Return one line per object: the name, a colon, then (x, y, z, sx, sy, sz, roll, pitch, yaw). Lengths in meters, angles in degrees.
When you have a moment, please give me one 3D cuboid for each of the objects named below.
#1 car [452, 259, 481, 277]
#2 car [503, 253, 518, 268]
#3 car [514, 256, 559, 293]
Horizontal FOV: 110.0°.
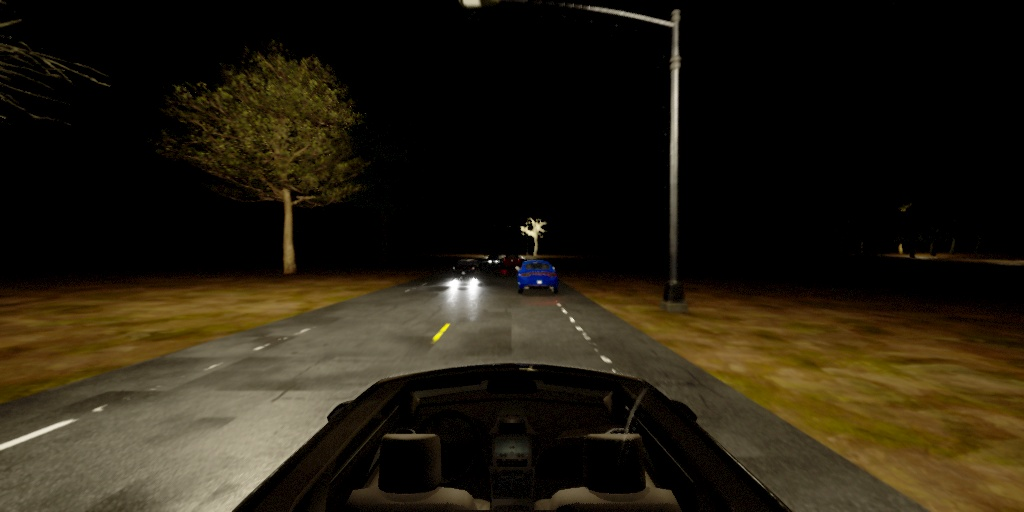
car: (-3.588, 0.928, 28.765, 1.895, 1.301, 4.718, 0, 1, 0)
car: (0.013, 0.473, 41.547, 2.097, 1.767, 4.553, 0, 1, 0)
car: (1.218, 0.972, 18.447, 1.882, 1.535, 5.008, 0, 1, 0)
